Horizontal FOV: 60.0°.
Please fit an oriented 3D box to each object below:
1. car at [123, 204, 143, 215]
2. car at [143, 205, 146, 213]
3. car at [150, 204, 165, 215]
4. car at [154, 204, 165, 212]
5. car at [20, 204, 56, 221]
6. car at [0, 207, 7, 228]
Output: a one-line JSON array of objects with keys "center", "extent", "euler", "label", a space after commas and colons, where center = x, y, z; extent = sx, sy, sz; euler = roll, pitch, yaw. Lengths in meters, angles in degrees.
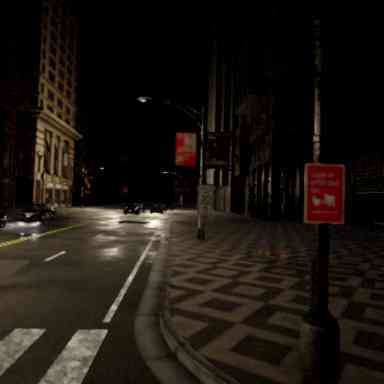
[{"center": [-8.517, 2.559, 47.026], "extent": [1.994, 1.385, 4.181], "euler": [2, -2, -4], "label": "car"}, {"center": [-9.045, 2.736, 56.926], "extent": [2.128, 1.511, 4.902], "euler": [2, -2, -3], "label": "car"}, {"center": [-5.531, 2.746, 51.932], "extent": [1.812, 1.442, 4.674], "euler": [2, -1, -3], "label": "car"}, {"center": [-6.175, 3.046, 63.934], "extent": [1.812, 1.442, 4.674], "euler": [2, -2, -3], "label": "car"}, {"center": [-14.380, 1.882, 31.384], "extent": [2.128, 1.511, 4.902], "euler": [2, -2, -3], "label": "car"}, {"center": [-13.838, 1.486, 21.229], "extent": [2.097, 1.767, 4.553], "euler": [2, -2, -3], "label": "car"}]
